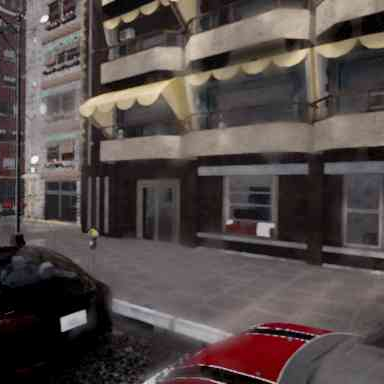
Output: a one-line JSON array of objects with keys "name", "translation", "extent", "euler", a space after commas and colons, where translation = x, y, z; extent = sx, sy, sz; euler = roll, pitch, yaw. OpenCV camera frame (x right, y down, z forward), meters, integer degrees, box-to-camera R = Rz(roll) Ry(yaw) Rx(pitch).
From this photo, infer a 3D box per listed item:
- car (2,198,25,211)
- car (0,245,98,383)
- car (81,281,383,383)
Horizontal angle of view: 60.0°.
[{"name": "car", "translation": [-19.402, 1.388, 38.346], "extent": [1.887, 1.381, 4.507], "euler": [0, -1, 35]}, {"name": "car", "translation": [-3.056, 1.489, 5.052], "extent": [4.313, 1.339, 1.947], "euler": [1, 1, 35]}, {"name": "car", "translation": [1.529, 1.445, 1.781], "extent": [4.097, 1.590, 1.967], "euler": [1, 1, 35]}]
